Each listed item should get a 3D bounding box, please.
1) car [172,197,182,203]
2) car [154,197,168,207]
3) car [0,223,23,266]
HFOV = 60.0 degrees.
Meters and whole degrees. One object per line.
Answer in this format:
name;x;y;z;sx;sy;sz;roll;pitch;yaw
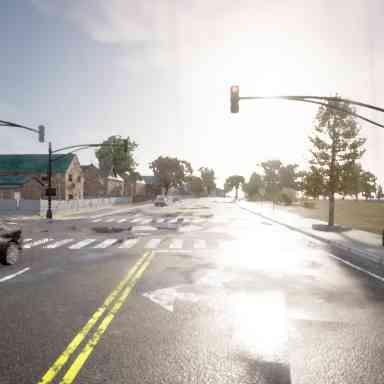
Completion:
car;-3.434;1.708;74.729;1.895;1.301;4.718;0;0;5
car;-4.923;1.632;53.405;1.837;1.490;4.892;0;0;3
car;-6.447;1.487;8.780;1.882;1.535;5.008;0;0;1
